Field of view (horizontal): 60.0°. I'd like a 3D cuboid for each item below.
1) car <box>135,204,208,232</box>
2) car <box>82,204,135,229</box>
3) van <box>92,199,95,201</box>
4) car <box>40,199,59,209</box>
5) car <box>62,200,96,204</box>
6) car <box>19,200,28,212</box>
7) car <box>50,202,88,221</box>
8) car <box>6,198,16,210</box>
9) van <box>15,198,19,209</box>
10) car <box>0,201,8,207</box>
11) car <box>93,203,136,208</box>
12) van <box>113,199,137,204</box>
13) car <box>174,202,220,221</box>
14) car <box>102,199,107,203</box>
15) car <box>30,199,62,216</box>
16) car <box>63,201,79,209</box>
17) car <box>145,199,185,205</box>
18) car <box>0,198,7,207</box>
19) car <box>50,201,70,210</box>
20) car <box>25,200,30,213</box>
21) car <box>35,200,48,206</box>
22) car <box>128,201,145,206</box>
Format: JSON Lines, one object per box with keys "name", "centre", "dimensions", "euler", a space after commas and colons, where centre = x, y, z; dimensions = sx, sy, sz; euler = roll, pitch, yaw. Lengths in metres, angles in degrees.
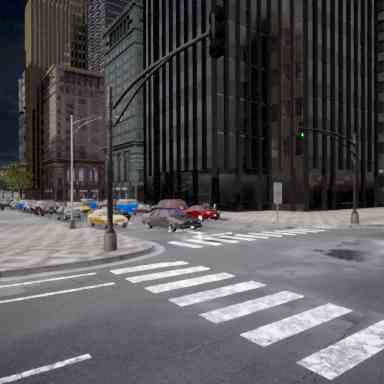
{"name": "car", "centre": [-1.529, 1.795, 22.414], "dimensions": [2.033, 1.411, 5.357], "euler": [0, -1, -36]}
{"name": "car", "centre": [-6.239, 1.844, 24.422], "dimensions": [1.752, 1.417, 4.829], "euler": [-1, 0, -35]}
{"name": "van", "centre": [-17.067, 2.038, 54.381], "dimensions": [1.690, 1.788, 3.998], "euler": [-1, 0, -35]}
{"name": "car", "centre": [-22.124, 1.868, 51.505], "dimensions": [1.812, 1.442, 4.674], "euler": [0, -1, -35]}
{"name": "car", "centre": [-13.428, 2.004, 39.141], "dimensions": [1.882, 1.535, 5.008], "euler": [0, -1, -35]}
{"name": "car", "centre": [-23.345, 2.157, 48.439], "dimensions": [1.967, 1.590, 4.097], "euler": [-1, 0, -35]}
{"name": "car", "centre": [-12.005, 2.004, 32.520], "dimensions": [2.008, 1.369, 4.403], "euler": [-1, 0, -35]}
{"name": "car", "centre": [-31.951, 2.354, 60.524], "dimensions": [1.967, 1.590, 4.097], "euler": [-1, 0, -35]}
{"name": "van", "centre": [-26.181, 2.123, 52.419], "dimensions": [1.690, 1.788, 3.998], "euler": [-1, 0, -35]}
{"name": "car", "centre": [-44.426, 2.771, 78.045], "dimensions": [1.802, 1.307, 4.206], "euler": [-1, 0, -35]}
{"name": "car", "centre": [-7.303, 1.984, 30.525], "dimensions": [1.895, 1.301, 4.718], "euler": [0, -1, -35]}
{"name": "van", "centre": [-8.229, 1.833, 41.940], "dimensions": [1.690, 1.788, 3.998], "euler": [-1, 0, -35]}
{"name": "car", "centre": [0.615, 1.829, 29.499], "dimensions": [1.887, 1.381, 4.507], "euler": [-1, 0, -35]}
{"name": "car", "centre": [-11.175, 1.876, 46.087], "dimensions": [2.192, 1.841, 5.009], "euler": [-1, 0, -35]}
{"name": "car", "centre": [-17.679, 1.901, 40.480], "dimensions": [2.192, 1.841, 5.009], "euler": [-1, 0, -35]}
{"name": "car", "centre": [-22.697, 2.408, 62.230], "dimensions": [1.802, 1.307, 4.206], "euler": [-1, 0, -35]}
{"name": "car", "centre": [-2.336, 1.669, 33.646], "dimensions": [2.192, 1.841, 5.009], "euler": [-1, 0, -35]}
{"name": "car", "centre": [-41.308, 2.667, 73.665], "dimensions": [1.887, 1.381, 4.507], "euler": [-1, 0, -35]}
{"name": "car", "centre": [-23.051, 2.341, 57.981], "dimensions": [2.033, 1.411, 5.357], "euler": [0, -1, -35]}
{"name": "car", "centre": [-20.509, 2.196, 44.460], "dimensions": [1.887, 1.381, 4.507], "euler": [-1, 0, -35]}
{"name": "car", "centre": [-37.787, 2.711, 83.418], "dimensions": [2.008, 1.369, 4.403], "euler": [-1, 0, -35]}
{"name": "car", "centre": [-5.277, 2.005, 37.793], "dimensions": [1.802, 1.307, 4.206], "euler": [-1, 0, -35]}
